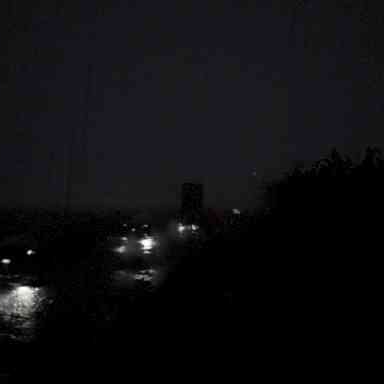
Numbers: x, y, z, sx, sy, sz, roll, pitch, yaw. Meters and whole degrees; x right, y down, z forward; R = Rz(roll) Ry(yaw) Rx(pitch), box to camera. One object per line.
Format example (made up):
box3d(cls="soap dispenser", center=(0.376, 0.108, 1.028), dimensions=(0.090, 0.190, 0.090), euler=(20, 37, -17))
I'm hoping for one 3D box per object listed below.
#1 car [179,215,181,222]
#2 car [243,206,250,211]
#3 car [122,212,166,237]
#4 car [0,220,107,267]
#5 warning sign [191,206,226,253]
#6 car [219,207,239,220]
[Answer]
box3d(cls="car", center=(-0.051, 2.600, 36.464), dimensions=(1.994, 1.385, 4.181), euler=(2, -2, 12))
box3d(cls="car", center=(13.711, 4.277, 83.242), dimensions=(1.837, 1.490, 4.892), euler=(2, -2, 12))
box3d(cls="car", center=(-3.055, 2.082, 22.359), dimensions=(1.812, 1.442, 4.674), euler=(2, -2, 12))
box3d(cls="car", center=(-5.080, 1.774, 12.597), dimensions=(2.033, 1.411, 5.357), euler=(2, -2, 11))
box3d(cls="warning sign", center=(0.722, 1.594, 14.487), dimensions=(1.300, 1.860, 1.060), euler=(2, -1, 12))
box3d(cls="car", center=(4.783, 2.928, 45.147), dimensions=(2.128, 1.511, 4.902), euler=(2, -2, 12))
